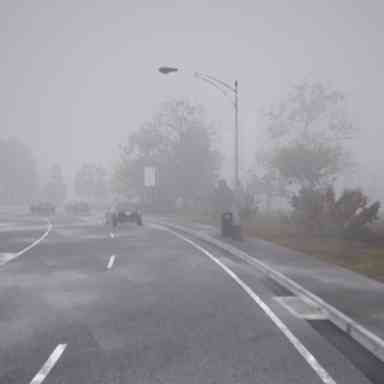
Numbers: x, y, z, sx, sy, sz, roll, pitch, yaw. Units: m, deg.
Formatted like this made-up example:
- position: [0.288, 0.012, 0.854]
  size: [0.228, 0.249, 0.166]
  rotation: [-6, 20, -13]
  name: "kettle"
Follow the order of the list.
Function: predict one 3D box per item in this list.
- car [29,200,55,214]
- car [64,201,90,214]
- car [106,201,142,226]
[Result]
- position: [-17.422, 1.718, 38.618]
  size: [2.128, 1.511, 4.902]
  rotation: [1, -1, -39]
  name: "car"
- position: [-13.664, 1.761, 39.511]
  size: [2.128, 1.511, 4.902]
  rotation: [1, -1, -37]
  name: "car"
- position: [-5.234, 1.534, 25.156]
  size: [2.097, 1.767, 4.553]
  rotation: [0, -1, -22]
  name: "car"
